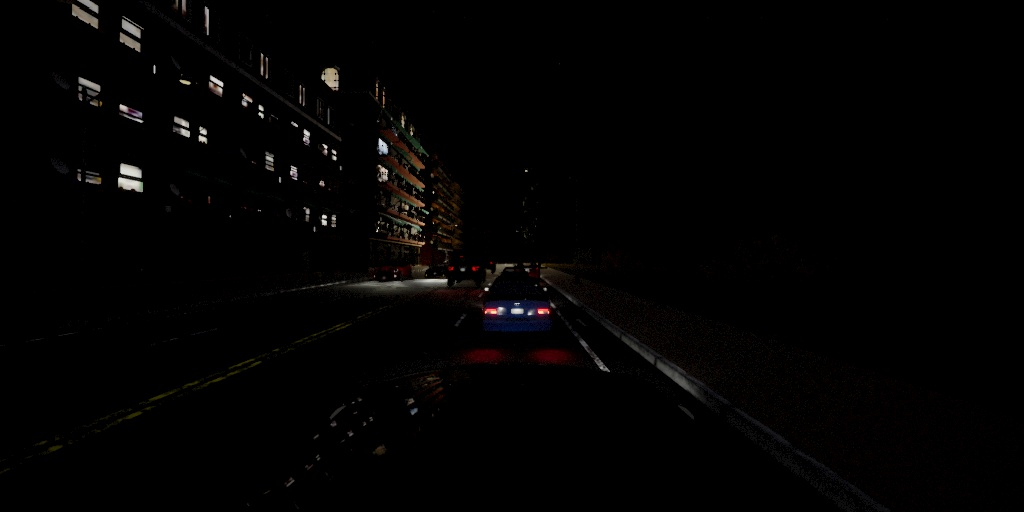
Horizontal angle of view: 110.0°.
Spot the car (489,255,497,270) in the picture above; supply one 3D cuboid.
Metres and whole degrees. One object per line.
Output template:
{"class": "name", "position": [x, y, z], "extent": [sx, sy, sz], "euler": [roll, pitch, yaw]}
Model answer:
{"class": "car", "position": [-3.070, 0.967, 42.792], "extent": [2.150, 2.045, 5.566], "euler": [0, -1, 0]}

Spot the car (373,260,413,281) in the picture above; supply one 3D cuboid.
{"class": "car", "position": [-9.798, 1.105, 29.699], "extent": [2.097, 1.767, 4.553], "euler": [0, 0, 0]}

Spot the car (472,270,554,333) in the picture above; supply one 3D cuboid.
{"class": "car", "position": [0.118, 1.299, 10.627], "extent": [2.033, 1.411, 5.357], "euler": [0, 0, 0]}

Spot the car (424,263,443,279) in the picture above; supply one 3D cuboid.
{"class": "car", "position": [-6.543, 1.318, 32.448], "extent": [1.994, 1.385, 4.181], "euler": [0, 0, 0]}

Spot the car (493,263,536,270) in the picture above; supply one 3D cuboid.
{"class": "car", "position": [0.130, 1.317, 20.961], "extent": [1.994, 1.385, 4.181], "euler": [0, 0, 1]}

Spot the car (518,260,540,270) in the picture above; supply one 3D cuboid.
{"class": "car", "position": [1.191, 1.105, 29.895], "extent": [2.097, 1.767, 4.553], "euler": [0, 0, 0]}

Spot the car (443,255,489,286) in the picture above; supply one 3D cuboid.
{"class": "car", "position": [-3.106, 0.972, 25.360], "extent": [2.150, 2.045, 5.566], "euler": [0, 0, 0]}
